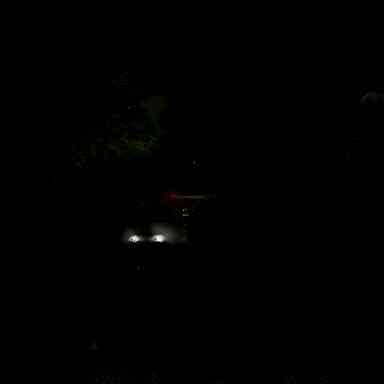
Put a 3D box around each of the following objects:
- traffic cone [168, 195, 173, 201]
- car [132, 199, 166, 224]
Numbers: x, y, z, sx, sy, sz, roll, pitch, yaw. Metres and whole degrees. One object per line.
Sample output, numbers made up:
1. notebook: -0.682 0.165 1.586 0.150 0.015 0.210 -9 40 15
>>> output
1. traffic cone: -3.816 1.190 55.059 0.340 0.580 0.340 0 1 0
2. car: -2.842 1.267 22.648 1.882 1.535 5.008 0 1 0
